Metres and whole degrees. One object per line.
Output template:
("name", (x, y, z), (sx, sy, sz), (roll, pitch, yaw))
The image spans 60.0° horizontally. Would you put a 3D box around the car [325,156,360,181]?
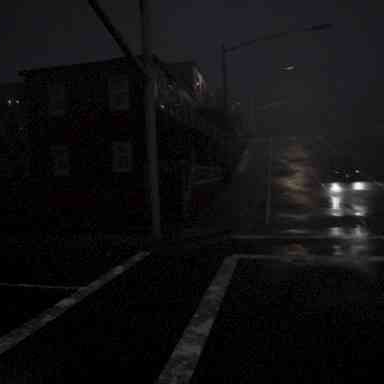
("car", (11.228, -1.886, 25.129), (1.812, 1.442, 4.674), (-2, 12, 14))
